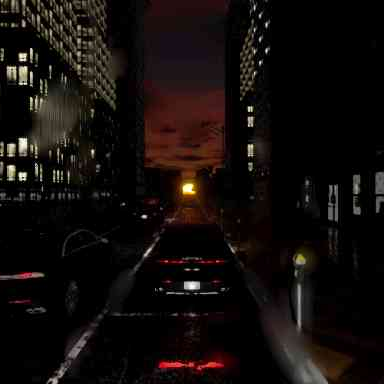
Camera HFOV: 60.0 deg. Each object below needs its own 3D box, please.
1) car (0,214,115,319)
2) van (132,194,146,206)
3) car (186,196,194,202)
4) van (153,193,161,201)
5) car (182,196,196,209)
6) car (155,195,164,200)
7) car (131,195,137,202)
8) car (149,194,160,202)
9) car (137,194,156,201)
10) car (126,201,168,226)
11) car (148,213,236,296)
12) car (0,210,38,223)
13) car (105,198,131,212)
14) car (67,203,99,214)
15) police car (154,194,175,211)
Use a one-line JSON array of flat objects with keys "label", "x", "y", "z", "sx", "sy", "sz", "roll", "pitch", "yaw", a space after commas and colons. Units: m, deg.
[{"label": "car", "x": -3.046, "y": 1.491, "z": 7.343, "sx": 2.128, "sy": 1.511, "sz": 4.902, "roll": 0, "pitch": 0, "yaw": 0}, {"label": "van", "x": -8.832, "y": 1.315, "z": 55.645, "sx": 1.690, "sy": 1.788, "sz": 3.998, "roll": 0, "pitch": 0, "yaw": 0}, {"label": "car", "x": -0.452, "y": 1.533, "z": 78.399, "sx": 1.802, "sy": 1.307, "sz": 4.206, "roll": 0, "pitch": 0, "yaw": 0}, {"label": "van", "x": -8.831, "y": 1.286, "z": 84.106, "sx": 1.690, "sy": 1.788, "sz": 3.998, "roll": 0, "pitch": 0, "yaw": 0}, {"label": "car", "x": -0.452, "y": 1.548, "z": 44.248, "sx": 1.947, "sy": 1.339, "sz": 4.313, "roll": 0, "pitch": 0, "yaw": 0}, {"label": "car", "x": -8.832, "y": 1.504, "z": 89.799, "sx": 1.947, "sy": 1.339, "sz": 4.313, "roll": 0, "pitch": 0, "yaw": 0}, {"label": "car", "x": -8.833, "y": 1.523, "z": 49.953, "sx": 1.887, "sy": 1.381, "sz": 4.507, "roll": 0, "pitch": 0, "yaw": 0}, {"label": "car", "x": -8.832, "y": 1.391, "z": 78.413, "sx": 1.967, "sy": 1.590, "sz": 4.097, "roll": 0, "pitch": 0, "yaw": 0}, {"label": "car", "x": -6.146, "y": 1.260, "z": 48.782, "sx": 2.150, "sy": 2.045, "sz": 5.566, "roll": 0, "pitch": 0, "yaw": 0}, {"label": "car", "x": -3.045, "y": 1.559, "z": 23.262, "sx": 1.994, "sy": 1.385, "sz": 4.181, "roll": 0, "pitch": 0, "yaw": 0}, {"label": "car", "x": 0.000, "y": 1.503, "z": 8.649, "sx": 1.837, "sy": 1.490, "sz": 4.892, "roll": 0, "pitch": 0, "yaw": 0}, {"label": "car", "x": -8.833, "y": 1.563, "z": 15.800, "sx": 1.947, "sy": 1.339, "sz": 4.313, "roll": 0, "pitch": 0, "yaw": 0}, {"label": "car", "x": -8.833, "y": 1.537, "z": 38.569, "sx": 2.008, "sy": 1.369, "sz": 4.403, "roll": 0, "pitch": 0, "yaw": 0}, {"label": "car", "x": -8.832, "y": 1.575, "z": 27.183, "sx": 1.802, "sy": 1.307, "sz": 4.206, "roll": 0, "pitch": 0, "yaw": 0}, {"label": "police car", "x": -3.146, "y": 1.410, "z": 40.619, "sx": 1.930, "sy": 1.638, "sz": 5.238, "roll": 0, "pitch": 0, "yaw": 0}]
